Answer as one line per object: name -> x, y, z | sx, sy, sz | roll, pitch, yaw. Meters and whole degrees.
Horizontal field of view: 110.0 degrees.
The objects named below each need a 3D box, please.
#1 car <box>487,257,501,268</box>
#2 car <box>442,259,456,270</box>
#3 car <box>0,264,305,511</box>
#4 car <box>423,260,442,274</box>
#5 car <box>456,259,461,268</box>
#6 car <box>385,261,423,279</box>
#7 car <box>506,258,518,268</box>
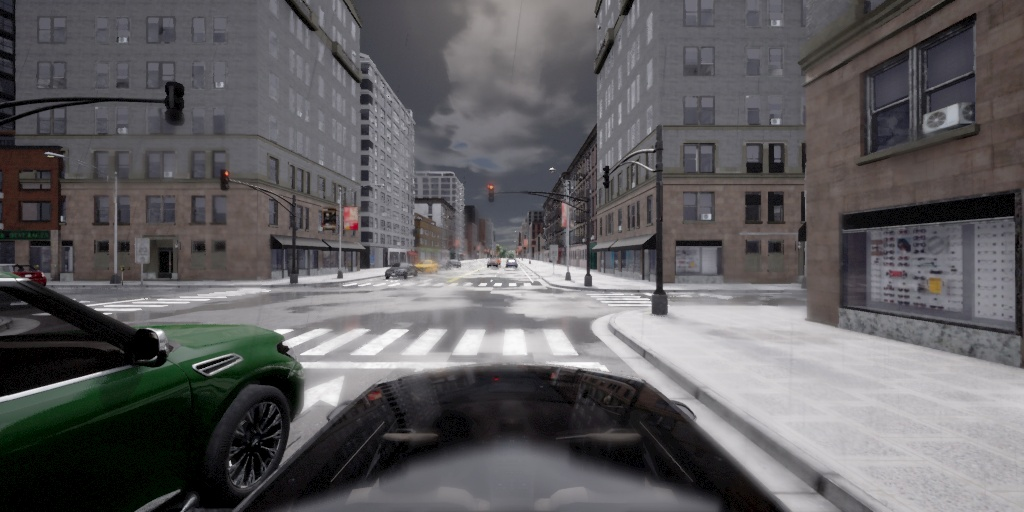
car -> -3.303, 1.349, 61.876 | 1.895, 1.301, 4.718 | 0, 0, 0
car -> -9.885, 1.243, 51.437 | 2.128, 1.511, 4.902 | 0, 0, 0
car -> -3.148, 0.971, 1.216 | 2.150, 2.045, 5.566 | 0, 0, 0
car -> -9.879, 1.231, 41.624 | 1.882, 1.535, 5.008 | 0, 0, 0
car -> -9.853, 1.274, 61.455 | 1.812, 1.442, 4.674 | 0, 0, 0
car -> -9.872, 1.279, 32.428 | 1.812, 1.442, 4.674 | 0, 0, 2
car -> -0.053, 1.312, 61.849 | 1.994, 1.385, 4.181 | 0, 0, 0
